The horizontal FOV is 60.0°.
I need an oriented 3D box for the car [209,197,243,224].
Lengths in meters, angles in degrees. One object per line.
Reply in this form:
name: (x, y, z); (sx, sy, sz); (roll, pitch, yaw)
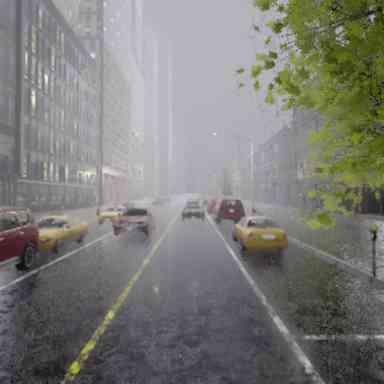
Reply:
car: (2.712, 1.382, 25.006); (2.192, 1.841, 5.009); (1, 0, 0)

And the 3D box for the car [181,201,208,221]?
car: (0.102, 1.674, 27.700); (1.895, 1.301, 4.718); (0, 0, 0)

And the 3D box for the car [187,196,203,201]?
car: (0.088, 1.607, 39.852); (1.837, 1.490, 4.892); (0, 0, 0)

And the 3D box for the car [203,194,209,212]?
car: (2.715, 1.408, 36.098); (2.192, 1.841, 5.009); (1, 0, 0)

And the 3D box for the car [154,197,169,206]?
car: (-5.662, 1.700, 58.281); (1.947, 1.339, 4.313); (1, 0, 0)

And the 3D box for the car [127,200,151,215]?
car: (-5.668, 1.618, 35.928); (1.752, 1.417, 4.829); (1, 0, 0)

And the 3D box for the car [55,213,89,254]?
car: (-5.675, 1.564, 13.743); (1.752, 1.417, 4.829); (1, 0, 0)

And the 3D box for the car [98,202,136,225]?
car: (-5.672, 1.592, 24.835); (1.752, 1.417, 4.829); (1, 0, 0)

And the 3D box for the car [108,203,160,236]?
car: (-3.097, 1.577, 18.775); (1.812, 1.442, 4.674); (0, 0, 0)

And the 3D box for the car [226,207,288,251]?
car: (2.706, 1.565, 14.083); (1.752, 1.417, 4.829); (1, 0, 0)

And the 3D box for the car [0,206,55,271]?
car: (-5.673, 1.340, 8.368); (2.192, 1.841, 5.009); (1, 0, 0)

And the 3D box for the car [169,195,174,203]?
car: (-5.658, 1.725, 74.918); (1.947, 1.339, 4.313); (1, 0, 0)

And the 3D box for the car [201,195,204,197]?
car: (2.718, 1.700, 58.281); (1.947, 1.339, 4.313); (1, 0, 0)

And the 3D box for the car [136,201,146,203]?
car: (-5.671, 1.646, 30.553); (1.947, 1.339, 4.313); (1, 0, 0)

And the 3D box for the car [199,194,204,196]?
car: (2.731, 1.496, 91.557); (2.192, 1.841, 5.009); (1, 0, 0)
